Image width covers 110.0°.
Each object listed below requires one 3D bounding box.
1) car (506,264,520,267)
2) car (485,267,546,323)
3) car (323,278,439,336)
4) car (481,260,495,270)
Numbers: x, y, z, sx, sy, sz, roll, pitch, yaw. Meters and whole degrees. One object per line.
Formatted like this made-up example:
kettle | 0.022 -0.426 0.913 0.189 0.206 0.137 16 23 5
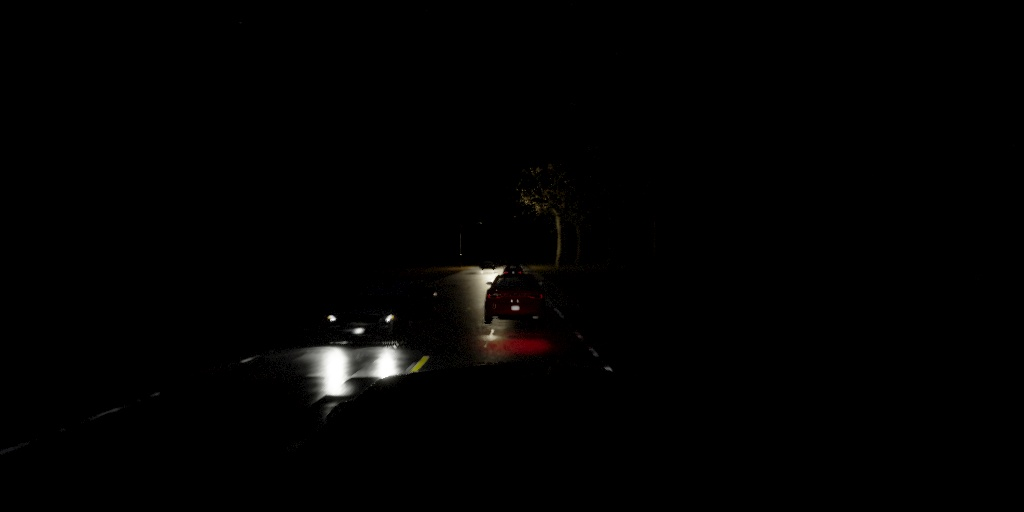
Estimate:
car | 0.105 1.479 33.916 2.033 1.411 5.357 0 0 0
car | 0.101 1.348 12.773 1.882 1.535 5.008 0 0 0
car | -3.598 1.402 11.079 2.033 1.411 5.357 0 0 0
car | -3.493 1.277 53.606 1.882 1.535 5.008 0 1 0
